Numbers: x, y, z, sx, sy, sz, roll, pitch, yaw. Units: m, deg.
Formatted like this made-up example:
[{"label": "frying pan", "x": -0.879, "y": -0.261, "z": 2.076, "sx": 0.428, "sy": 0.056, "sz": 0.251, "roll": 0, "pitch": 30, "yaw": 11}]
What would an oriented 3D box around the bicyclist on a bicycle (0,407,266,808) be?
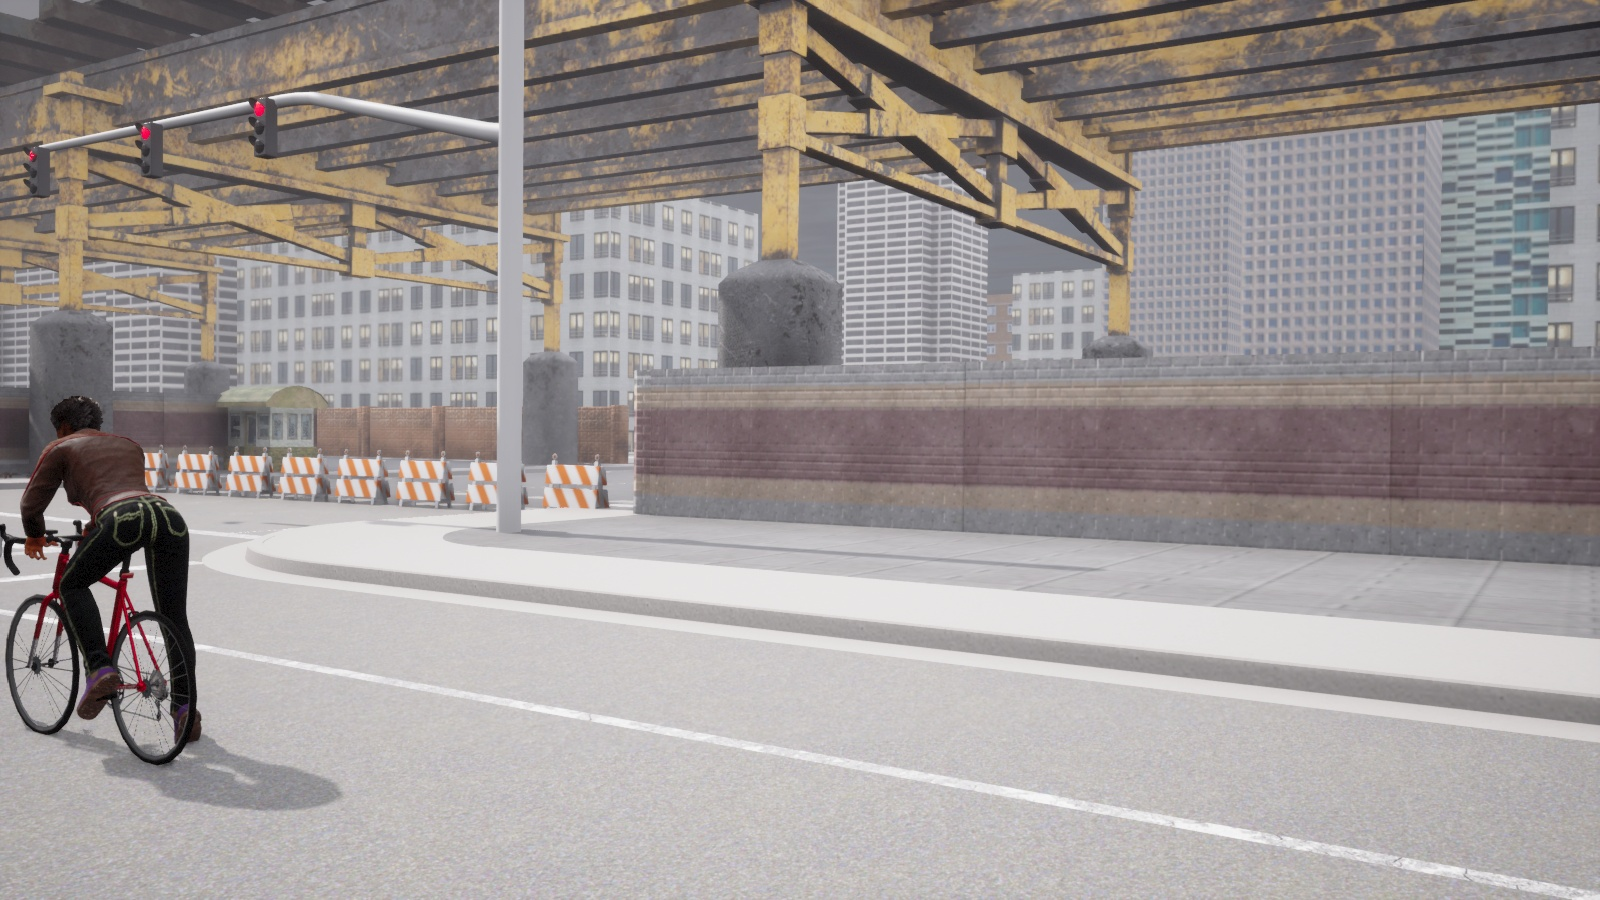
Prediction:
[{"label": "bicyclist on a bicycle", "x": -3.227, "y": 0.635, "z": 5.764, "sx": 1.656, "sy": 1.620, "sz": 0.582, "roll": 0, "pitch": 1, "yaw": 34}]
